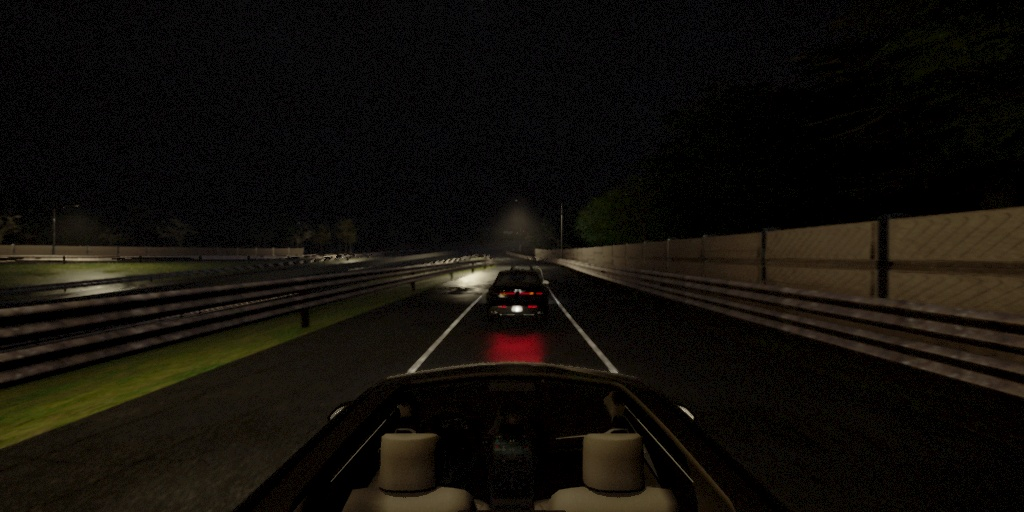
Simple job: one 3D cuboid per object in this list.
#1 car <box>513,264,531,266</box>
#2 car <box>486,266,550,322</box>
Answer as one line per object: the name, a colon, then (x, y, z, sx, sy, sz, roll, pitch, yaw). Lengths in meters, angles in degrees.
car: (0.744, 1.278, 26.639, 1.895, 1.301, 4.718, 0, 0, 3)
car: (0.211, 1.221, 12.119, 1.837, 1.490, 4.892, 0, -1, 2)
